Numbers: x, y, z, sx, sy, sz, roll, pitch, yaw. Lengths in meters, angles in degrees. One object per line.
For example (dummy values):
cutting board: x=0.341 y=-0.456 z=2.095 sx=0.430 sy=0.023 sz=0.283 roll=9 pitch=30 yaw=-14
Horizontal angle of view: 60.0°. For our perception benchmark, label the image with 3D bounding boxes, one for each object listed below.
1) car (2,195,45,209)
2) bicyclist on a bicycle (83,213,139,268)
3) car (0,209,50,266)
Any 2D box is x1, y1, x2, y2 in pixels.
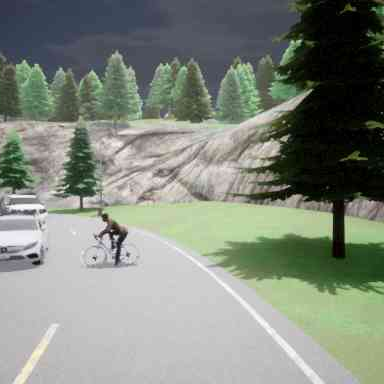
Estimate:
car: x=-11.554 y=1.221 z=22.738 sx=2.150 sy=2.045 sz=5.566 roll=0 pitch=0 yaw=-36
bicyclist on a bicycle: x=-2.417 y=1.452 z=9.968 sx=1.656 sy=1.620 sz=0.582 roll=-2 pitch=1 yaw=-15
car: x=-5.960 y=1.525 z=11.369 sx=1.812 sy=1.442 sz=4.674 roll=0 pitch=0 yaw=-19
